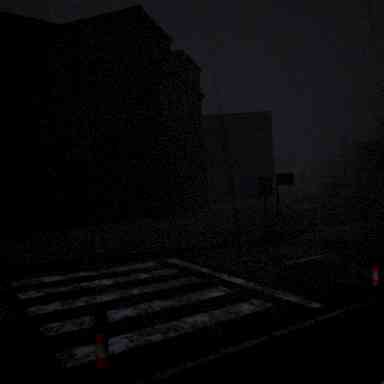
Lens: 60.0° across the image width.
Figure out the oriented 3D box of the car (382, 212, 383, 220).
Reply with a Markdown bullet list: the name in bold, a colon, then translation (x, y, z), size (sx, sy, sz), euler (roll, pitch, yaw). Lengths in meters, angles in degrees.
- **car**: translation (11.986, 0.891, 16.328), size (2.097, 1.767, 4.553), euler (-4, 3, -26)

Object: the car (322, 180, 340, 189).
- **car**: translation (25.141, -1.431, 60.238), size (1.882, 1.535, 5.008), euler (-3, 1, 5)
